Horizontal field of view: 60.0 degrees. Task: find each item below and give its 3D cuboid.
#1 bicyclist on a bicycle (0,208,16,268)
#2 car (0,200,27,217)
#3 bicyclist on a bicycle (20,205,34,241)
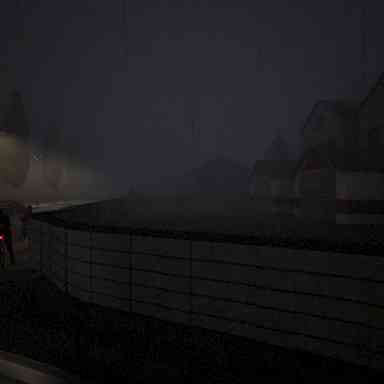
[{"bbox_3d":[-5.537,1.302,9.622,0.582,1.620,1.656,0,0,-36],"label":"bicyclist on a bicycle"},{"bbox_3d":[-16.876,1.505,30.792,1.837,1.490,4.892,0,0,-8],"label":"car"},{"bbox_3d":[-7.788,1.455,15.799,0.582,1.620,1.656,0,-2,-3],"label":"bicyclist on a bicycle"}]
